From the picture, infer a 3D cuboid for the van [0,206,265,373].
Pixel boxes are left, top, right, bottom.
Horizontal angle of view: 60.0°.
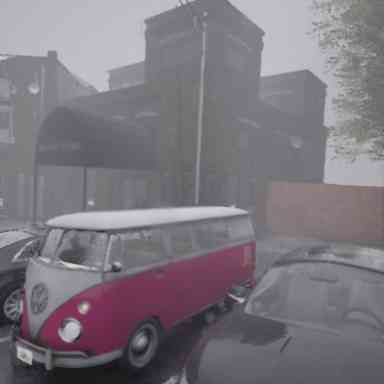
[{"bbox_3d":[-0.601,1.268,5.570,1.878,1.987,4.442,0,0,36],"label":"van"}]
